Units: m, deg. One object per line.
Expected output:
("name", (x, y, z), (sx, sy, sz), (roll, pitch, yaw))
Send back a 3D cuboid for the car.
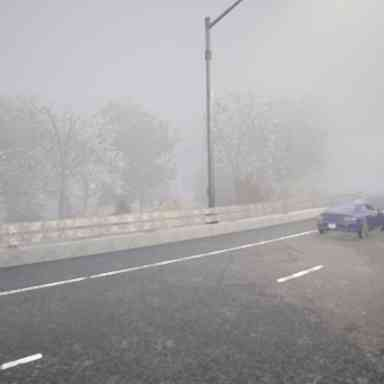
("car", (7.271, 1.133, 14.978), (4.674, 1.442, 1.812), (-2, 1, -44))
